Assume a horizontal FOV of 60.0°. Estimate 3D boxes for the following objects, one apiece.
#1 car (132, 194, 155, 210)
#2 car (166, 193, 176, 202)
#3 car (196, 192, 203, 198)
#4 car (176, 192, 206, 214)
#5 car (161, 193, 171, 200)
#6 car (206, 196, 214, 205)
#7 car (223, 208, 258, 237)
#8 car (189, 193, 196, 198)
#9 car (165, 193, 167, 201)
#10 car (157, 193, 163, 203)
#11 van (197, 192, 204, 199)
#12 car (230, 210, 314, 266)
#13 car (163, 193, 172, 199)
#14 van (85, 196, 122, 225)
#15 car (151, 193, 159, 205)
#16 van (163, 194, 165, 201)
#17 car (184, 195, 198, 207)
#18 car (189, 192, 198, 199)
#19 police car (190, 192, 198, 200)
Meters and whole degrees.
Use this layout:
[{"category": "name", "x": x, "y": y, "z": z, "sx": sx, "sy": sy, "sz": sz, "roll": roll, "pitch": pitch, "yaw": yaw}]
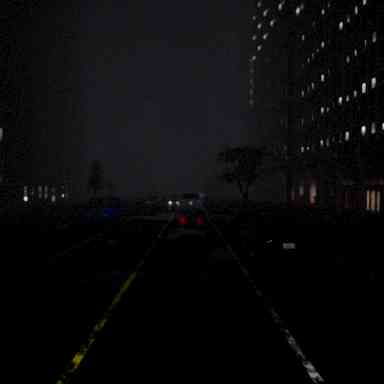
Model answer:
[{"category": "car", "x": -5.933, "y": 1.294, "z": 39.165, "sx": 2.008, "sy": 1.369, "sz": 4.403, "roll": -1, "pitch": 0, "yaw": 0}, {"category": "car", "x": -3.403, "y": 1.099, "z": 63.975, "sx": 1.837, "sy": 1.490, "sz": 4.892, "roll": 0, "pitch": 0, "yaw": 0}, {"category": "car", "x": 2.101, "y": 0.866, "z": 95.464, "sx": 1.967, "sy": 1.590, "sz": 4.097, "roll": -1, "pitch": 0, "yaw": 0}, {"category": "car", "x": -0.092, "y": 1.003, "z": 32.341, "sx": 2.150, "sy": 2.045, "sz": 5.566, "roll": 0, "pitch": 1, "yaw": 0}, {"category": "car", "x": -6.173, "y": 1.071, "z": 78.539, "sx": 2.008, "sy": 1.369, "sz": 4.403, "roll": -1, "pitch": 0, "yaw": 0}, {"category": "car", "x": 2.379, "y": 1.250, "z": 50.467, "sx": 1.802, "sy": 1.307, "sz": 4.206, "roll": -1, "pitch": 0, "yaw": 0}, {"category": "car", "x": 2.585, "y": 1.445, "z": 16.717, "sx": 1.947, "sy": 1.339, "sz": 4.313, "roll": -1, "pitch": 0, "yaw": 0}, {"category": "car", "x": 0.206, "y": 0.923, "z": 92.365, "sx": 1.882, "sy": 1.535, "sz": 5.008, "roll": 0, "pitch": 0, "yaw": 2}, {"category": "car", "x": -6.105, "y": 1.126, "z": 67.289, "sx": 1.887, "sy": 1.381, "sz": 4.507, "roll": -1, "pitch": 0, "yaw": 0}, {"category": "car", "x": -6.001, "y": 1.221, "z": 50.415, "sx": 1.887, "sy": 1.381, "sz": 4.507, "roll": -1, "pitch": 0, "yaw": 0}, {"category": "van", "x": 2.168, "y": 0.823, "z": 84.214, "sx": 1.690, "sy": 1.788, "sz": 3.998, "roll": -1, "pitch": 0, "yaw": 0}, {"category": "car", "x": 2.620, "y": 1.484, "z": 11.092, "sx": 1.947, "sy": 1.339, "sz": 4.313, "roll": -1, "pitch": 0, "yaw": 0}, {"category": "car", "x": -6.208, "y": 1.042, "z": 84.164, "sx": 2.008, "sy": 1.369, "sz": 4.403, "roll": -1, "pitch": 0, "yaw": 0}, {"category": "van", "x": -5.833, "y": 1.192, "z": 22.289, "sx": 1.690, "sy": 1.788, "sz": 3.998, "roll": -1, "pitch": 0, "yaw": 0}, {"category": "car", "x": -5.967, "y": 1.236, "z": 44.620, "sx": 1.752, "sy": 1.417, "sz": 4.829, "roll": -1, "pitch": 0, "yaw": 0}, {"category": "van", "x": -6.039, "y": 0.985, "z": 56.038, "sx": 1.690, "sy": 1.788, "sz": 3.998, "roll": -1, "pitch": 0, "yaw": 0}, {"category": "car", "x": -0.181, "y": 1.168, "z": 47.104, "sx": 1.882, "sy": 1.535, "sz": 5.008, "roll": 0, "pitch": 0, "yaw": 0}, {"category": "car", "x": 0.370, "y": 0.825, "z": 86.301, "sx": 2.097, "sy": 1.767, "sz": 4.553, "roll": 0, "pitch": 0, "yaw": 0}, {"category": "police car", "x": 0.441, "y": 0.950, "z": 76.439, "sx": 1.930, "sy": 1.638, "sz": 5.238, "roll": 0, "pitch": 0, "yaw": 0}]
